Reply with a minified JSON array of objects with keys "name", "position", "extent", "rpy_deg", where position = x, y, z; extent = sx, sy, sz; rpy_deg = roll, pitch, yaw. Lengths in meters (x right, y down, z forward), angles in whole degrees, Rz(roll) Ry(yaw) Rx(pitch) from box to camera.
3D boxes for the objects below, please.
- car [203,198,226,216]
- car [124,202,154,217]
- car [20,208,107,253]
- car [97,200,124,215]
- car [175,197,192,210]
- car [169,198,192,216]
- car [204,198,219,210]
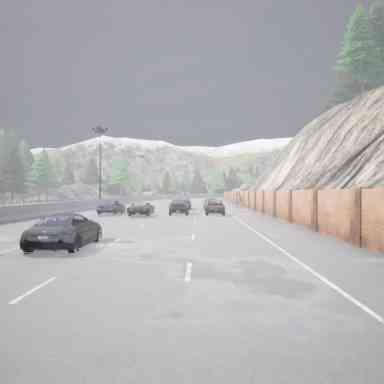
[{"name":"car","position":[2.234,1.491,32.831],"extent":[2.128,1.511,4.902],"rpy_deg":[0,0,1]},{"name":"car","position":[-4.786,1.601,31.871],"extent":[1.895,1.301,4.718],"rpy_deg":[0,0,1]},{"name":"car","position":[-5.161,1.564,13.638],"extent":[1.994,1.385,4.181],"rpy_deg":[0,0,1]},{"name":"car","position":[-8.241,1.547,33.994],"extent":[2.033,1.411,5.357],"rpy_deg":[0,0,1]},{"name":"car","position":[-1.050,1.478,43.474],"extent":[1.882,1.535,5.008],"rpy_deg":[0,0,1]},{"name":"car","position":[-1.263,1.505,33.030],"extent":[1.837,1.490,4.892],"rpy_deg":[0,0,1]},{"name":"car","position":[2.446,1.526,43.277],"extent":[1.812,1.442,4.674],"rpy_deg":[0,0,1]}]
